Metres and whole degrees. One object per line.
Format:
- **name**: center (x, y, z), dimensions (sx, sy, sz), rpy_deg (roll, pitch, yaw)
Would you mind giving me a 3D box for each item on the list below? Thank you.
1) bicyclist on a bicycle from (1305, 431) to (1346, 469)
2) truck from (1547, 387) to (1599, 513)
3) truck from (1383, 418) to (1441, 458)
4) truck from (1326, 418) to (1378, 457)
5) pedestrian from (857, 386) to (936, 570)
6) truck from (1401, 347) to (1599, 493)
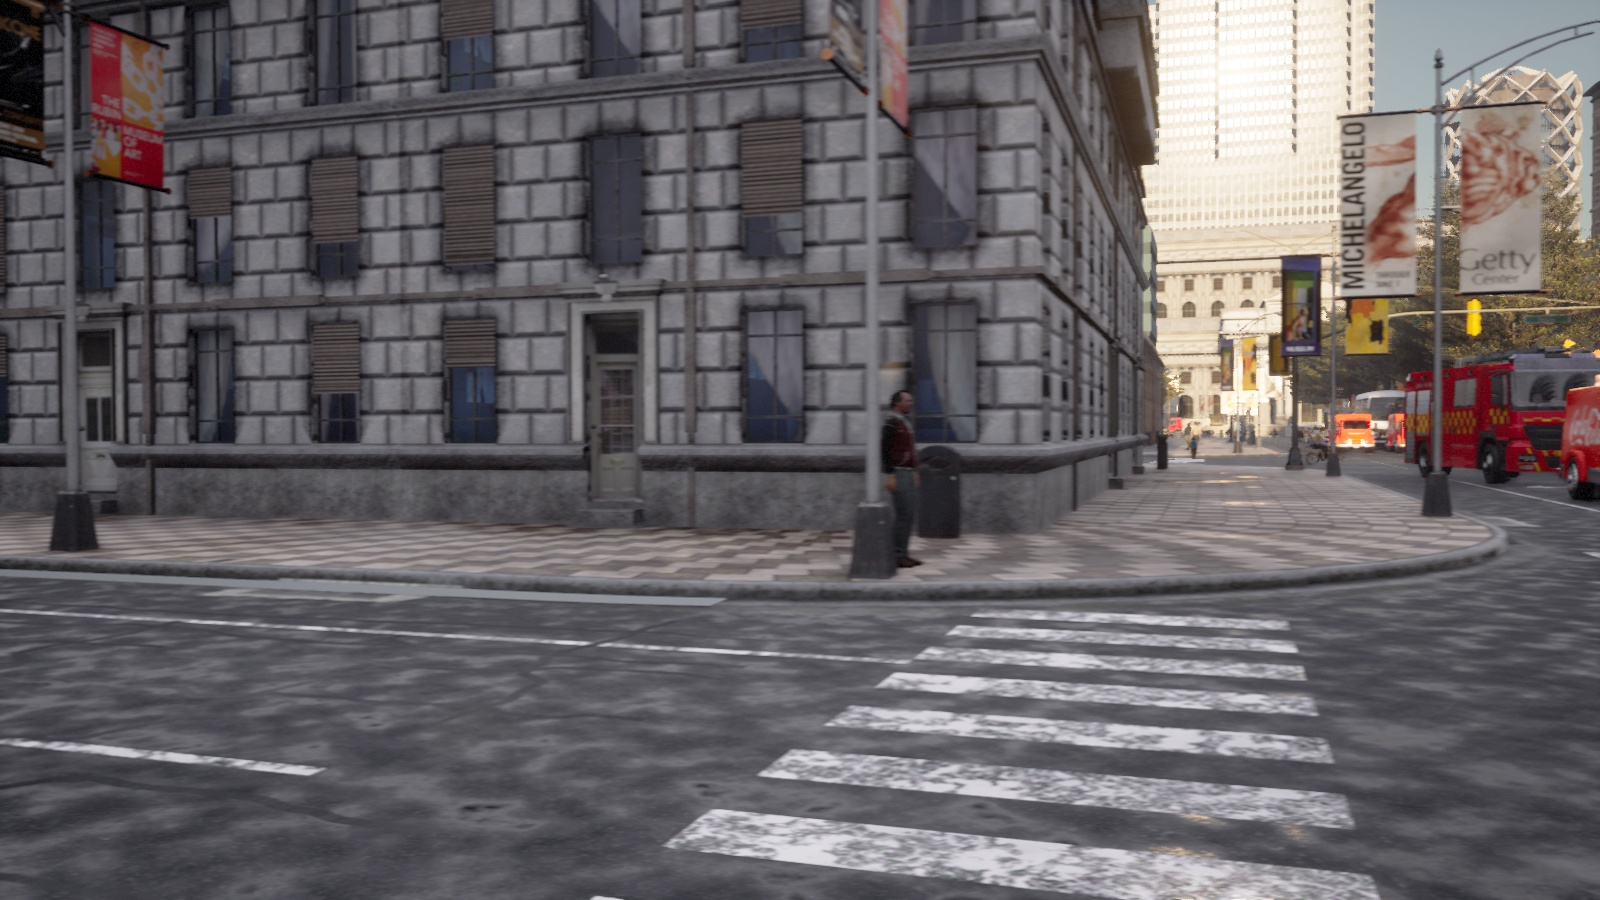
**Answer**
- **bicyclist on a bicycle**: center (22.261, -0.006, 53.255), dimensions (1.509, 1.612, 0.866), rpy_deg (1, 1, 18)
- **truck**: center (17.367, -0.004, 25.559), dimensions (2.627, 2.467, 5.204), rpy_deg (1, 1, 18)
- **truck**: center (38.759, -0.791, 79.685), dimensions (2.627, 2.467, 5.204), rpy_deg (1, 1, 18)
- **truck**: center (35.459, -0.820, 80.766), dimensions (2.627, 2.467, 5.204), rpy_deg (1, 1, 19)
- **pedestrian**: center (0.998, 0.279, 12.966), dimensions (0.720, 1.854, 0.376), rpy_deg (1, 1, 28)
- **truck**: center (20.798, -0.855, 37.164), dimensions (2.891, 3.827, 8.468), rpy_deg (0, 1, 7)
